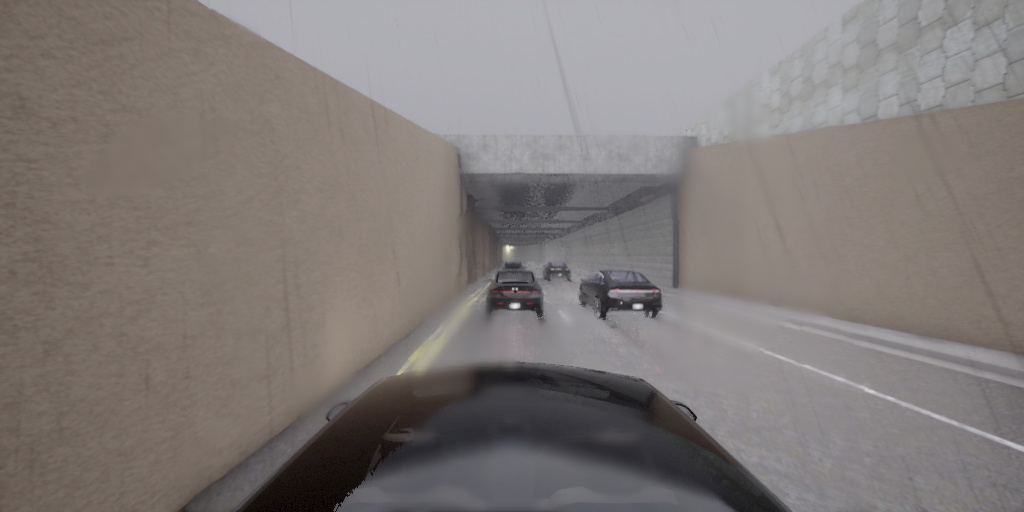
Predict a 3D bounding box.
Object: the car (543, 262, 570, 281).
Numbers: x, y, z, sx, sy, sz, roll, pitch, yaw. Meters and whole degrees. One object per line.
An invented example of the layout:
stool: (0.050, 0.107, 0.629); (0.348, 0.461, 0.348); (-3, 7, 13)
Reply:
car: (3.611, 1.209, 29.398); (2.128, 1.511, 4.902); (0, 0, 0)

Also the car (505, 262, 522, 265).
car: (0.112, 1.222, 29.477); (1.837, 1.490, 4.892); (0, 0, 0)

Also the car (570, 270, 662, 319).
car: (3.604, 1.229, 12.678); (2.128, 1.511, 4.902); (0, 0, 0)

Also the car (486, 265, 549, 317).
car: (0.105, 1.242, 13.182); (1.837, 1.490, 4.892); (0, 0, 0)
